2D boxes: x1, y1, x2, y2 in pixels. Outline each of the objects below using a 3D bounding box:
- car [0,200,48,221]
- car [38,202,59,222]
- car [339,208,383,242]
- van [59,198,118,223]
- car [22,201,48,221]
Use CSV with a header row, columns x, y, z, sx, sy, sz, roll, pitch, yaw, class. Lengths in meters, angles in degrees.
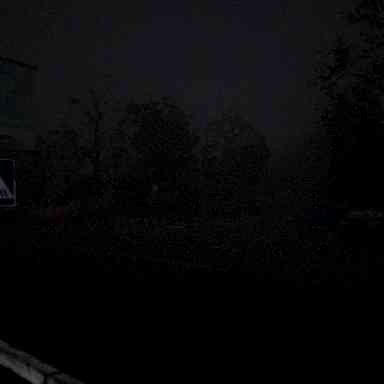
x,y,z,sx,sy,sz,roll,pitch,yaw,class
-17.616,1.845,34.793,2.435,2.045,5.566,-3,-2,35,car
-10.633,1.842,30.152,1.946,1.575,5.366,-2,-1,35,car
8.549,1.507,16.426,2.002,1.452,4.674,-1,0,35,car
-8.524,1.549,28.304,1.878,1.987,4.442,-2,-1,35,van
-12.810,1.915,31.681,1.946,1.575,5.366,-2,-1,35,car
